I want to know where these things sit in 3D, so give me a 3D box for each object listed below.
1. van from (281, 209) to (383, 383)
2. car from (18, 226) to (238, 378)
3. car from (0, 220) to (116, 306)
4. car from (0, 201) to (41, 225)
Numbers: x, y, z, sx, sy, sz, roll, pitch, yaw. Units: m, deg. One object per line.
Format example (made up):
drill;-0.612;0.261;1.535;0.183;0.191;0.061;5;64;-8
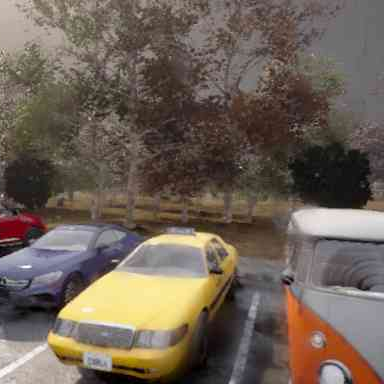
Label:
van;2.155;1.257;4.431;1.878;1.987;4.442;1;0;15
car;-0.291;1.469;6.078;1.946;1.575;5.366;1;0;15
car;-2.675;1.505;7.966;2.002;1.452;4.674;1;0;15
car;-7.555;1.199;11.380;2.435;2.045;5.566;0;-1;14
